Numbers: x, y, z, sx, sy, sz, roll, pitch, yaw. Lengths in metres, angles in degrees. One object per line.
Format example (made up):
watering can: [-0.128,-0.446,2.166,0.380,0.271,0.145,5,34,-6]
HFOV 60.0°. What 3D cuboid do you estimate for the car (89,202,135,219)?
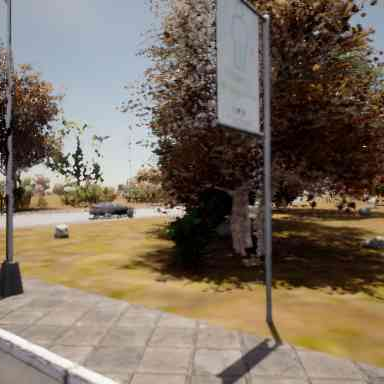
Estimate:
car: [-7.824,1.760,32.910,2.128,1.511,4.902,-1,0,38]
